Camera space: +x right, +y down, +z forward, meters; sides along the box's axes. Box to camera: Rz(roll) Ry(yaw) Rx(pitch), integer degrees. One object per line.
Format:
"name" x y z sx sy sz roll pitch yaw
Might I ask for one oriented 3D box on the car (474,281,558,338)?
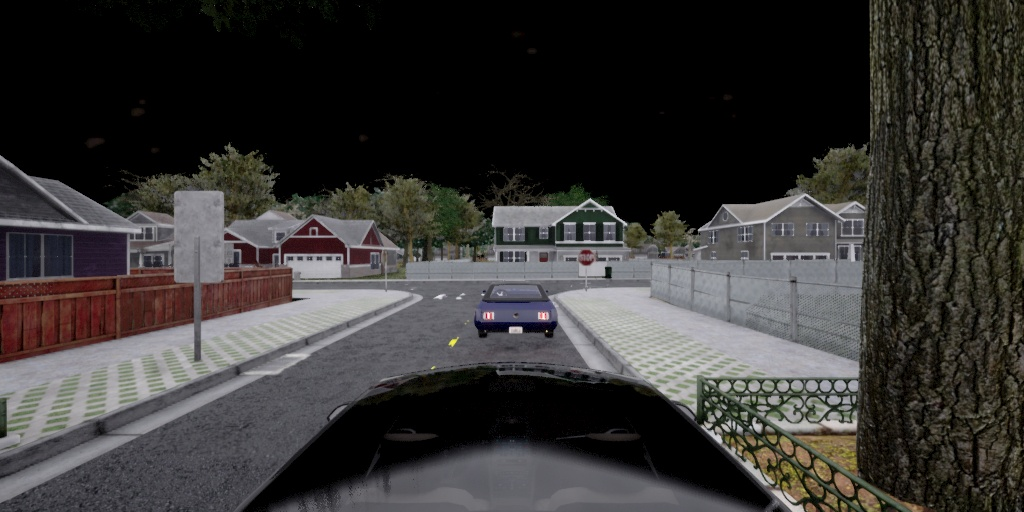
"car" 0.103 1.351 10.134 1.895 1.301 4.718 0 0 0

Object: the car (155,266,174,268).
"car" -20.527 1.382 22.322 5.008 1.535 1.882 0 0 1

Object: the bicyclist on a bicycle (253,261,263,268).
"bicyclist on a bicycle" -19.986 1.197 28.172 0.582 1.620 1.656 0 0 1
